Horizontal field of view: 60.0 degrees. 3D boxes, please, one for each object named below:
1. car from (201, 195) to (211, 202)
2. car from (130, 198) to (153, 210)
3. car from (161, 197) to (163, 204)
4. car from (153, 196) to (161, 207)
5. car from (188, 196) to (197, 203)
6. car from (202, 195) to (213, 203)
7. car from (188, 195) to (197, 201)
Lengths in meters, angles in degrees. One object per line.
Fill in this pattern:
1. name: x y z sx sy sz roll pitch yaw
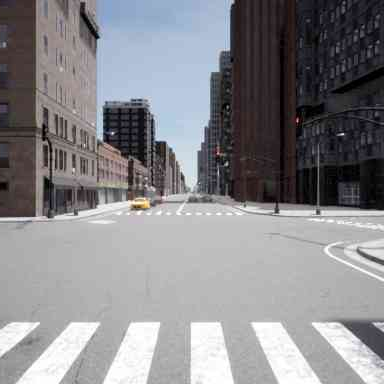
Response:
1. car: 3.380 1.500 81.363 2.128 1.511 4.902 0 0 0
2. car: -6.530 1.486 42.173 1.882 1.535 5.008 0 0 0
3. car: -6.464 1.488 61.844 1.882 1.535 5.008 0 0 0
4. car: -6.501 1.574 51.423 1.994 1.385 4.181 0 0 1
5. car: 0.139 1.527 71.795 2.128 1.511 4.902 0 0 0
6. car: 3.364 1.533 70.943 2.128 1.511 4.902 0 0 0
7. car: 0.132 1.558 82.109 1.994 1.385 4.181 0 0 0
